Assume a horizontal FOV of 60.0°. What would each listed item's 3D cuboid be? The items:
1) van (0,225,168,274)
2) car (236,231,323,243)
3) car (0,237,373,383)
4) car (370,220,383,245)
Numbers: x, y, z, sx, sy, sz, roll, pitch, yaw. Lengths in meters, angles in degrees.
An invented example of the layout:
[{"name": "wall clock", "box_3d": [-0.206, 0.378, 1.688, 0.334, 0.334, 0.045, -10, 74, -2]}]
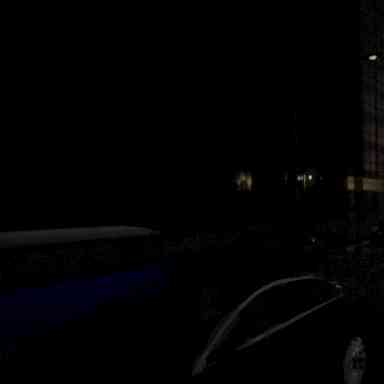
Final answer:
[{"name": "van", "box_3d": [-2.176, 1.459, 4.997, 3.998, 1.788, 1.690, 1, -1, -42]}, {"name": "car", "box_3d": [2.009, 1.748, 8.772, 4.313, 1.339, 1.947, 1, -2, -42]}, {"name": "car", "box_3d": [0.253, 1.572, 3.589, 4.902, 1.511, 2.128, 1, -2, -42]}, {"name": "car", "box_3d": [10.378, 1.761, 16.333, 4.097, 1.590, 1.967, 1, -2, -42]}]
